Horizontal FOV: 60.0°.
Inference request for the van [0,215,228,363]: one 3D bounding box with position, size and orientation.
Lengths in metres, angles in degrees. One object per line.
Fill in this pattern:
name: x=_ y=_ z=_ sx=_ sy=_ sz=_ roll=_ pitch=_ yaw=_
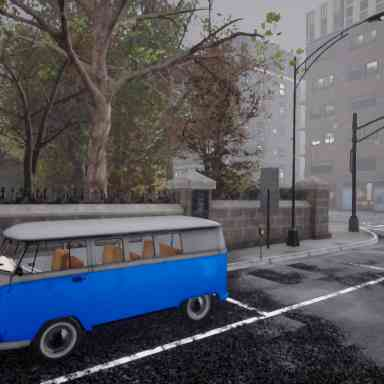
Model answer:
van: x=-1.246 y=1.342 z=5.601 sx=3.998 sy=1.788 sz=1.690 roll=0 pitch=1 yaw=-35
